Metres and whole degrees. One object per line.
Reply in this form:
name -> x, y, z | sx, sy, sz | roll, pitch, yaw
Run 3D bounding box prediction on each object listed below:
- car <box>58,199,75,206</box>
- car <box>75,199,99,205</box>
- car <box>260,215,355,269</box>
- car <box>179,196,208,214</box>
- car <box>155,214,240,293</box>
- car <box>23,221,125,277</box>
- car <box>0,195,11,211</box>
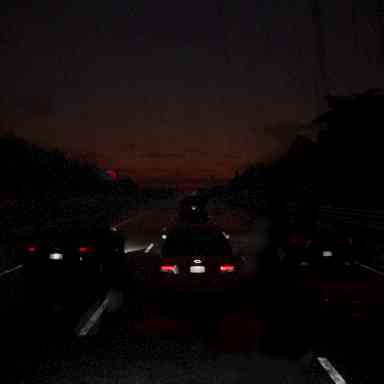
car -> -17.480, 1.770, 47.569 | 1.837, 1.490, 4.892 | 0, -1, 1
car -> -13.995, 1.723, 45.888 | 1.882, 1.535, 5.008 | 0, -1, 1
car -> 3.610, 1.502, 11.315 | 1.882, 1.535, 5.008 | 0, 0, 0
car -> 0.128, 1.341, 27.624 | 2.150, 2.045, 5.566 | 0, 0, 0
car -> 0.109, 1.563, 8.999 | 2.033, 1.411, 5.357 | 0, 0, 0
car -> -3.389, 1.584, 10.300 | 1.994, 1.385, 4.181 | 0, 0, 0
car -> -21.061, 1.381, 34.368 | 2.150, 2.045, 5.566 | 0, 0, 0
